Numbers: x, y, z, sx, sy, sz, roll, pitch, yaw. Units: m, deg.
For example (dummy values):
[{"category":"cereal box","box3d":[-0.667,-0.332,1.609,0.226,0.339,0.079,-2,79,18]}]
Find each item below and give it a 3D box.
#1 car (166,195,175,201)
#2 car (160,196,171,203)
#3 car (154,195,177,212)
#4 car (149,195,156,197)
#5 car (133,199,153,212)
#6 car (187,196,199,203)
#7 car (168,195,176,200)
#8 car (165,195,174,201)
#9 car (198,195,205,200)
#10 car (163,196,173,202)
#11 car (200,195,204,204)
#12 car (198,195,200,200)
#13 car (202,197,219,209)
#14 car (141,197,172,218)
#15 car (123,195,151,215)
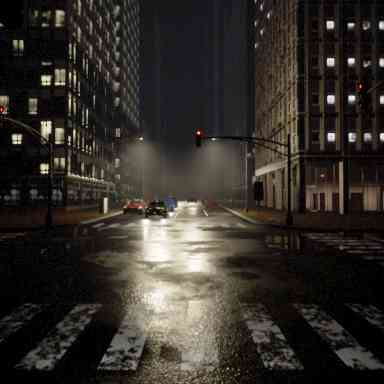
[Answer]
[{"category":"car","box3d":[-5.739,1.582,89.432,2.008,1.369,4.403,1,0,0]},{"category":"car","box3d":[-5.727,1.569,72.706,1.887,1.381,4.507,1,0,0]},{"category":"car","box3d":[-3.125,1.490,39.769,1.882,1.535,5.008,0,0,0]},{"category":"car","box3d":[-5.703,1.330,44.831,2.192,1.841,5.009,1,0,0]},{"category":"car","box3d":[-5.704,1.595,39.255,1.802,1.307,4.206,1,0,0]},{"category":"car","box3d":[0.027,1.585,70.956,1.994,1.385,4.181,0,0,0]},{"category":"car","box3d":[-5.743,1.599,95.007,1.947,1.339,4.313,1,0,0]},{"category":"car","box3d":[-5.735,1.573,83.857,1.887,1.381,4.507,1,0,0]},{"category":"car","box3d":[2.638,1.578,95.094,1.887,1.381,4.507,1,0,0]},{"category":"car","box3d":[-5.731,1.577,78.281,2.008,1.369,4.403,1,0,0]},{"category":"car","box3d":[2.666,1.544,56.224,1.752,1.417,4.829,1,0,0]},{"category":"car","box3d":[2.661,1.586,61.631,1.947,1.339,4.313,1,0,0]},{"category":"car","box3d":[2.672,1.597,44.898,1.802,1.307,4.206,1,0,0]},{"category":"car","box3d":[-3.120,1.514,30.264,1.837,1.490,4.892,0,0,0]},{"category":"car","box3d":[-5.697,1.451,33.680,1.967,1.590,4.097,1,0,0]}]
